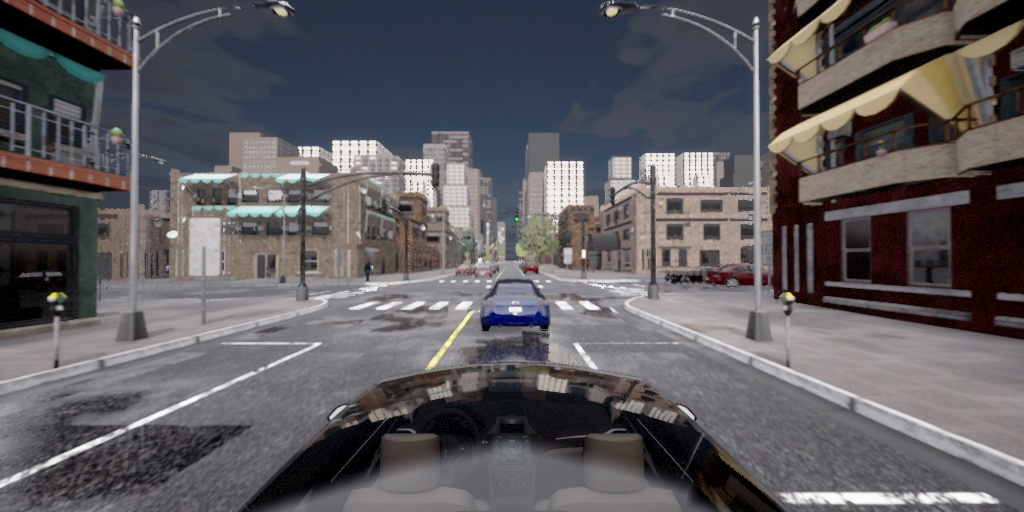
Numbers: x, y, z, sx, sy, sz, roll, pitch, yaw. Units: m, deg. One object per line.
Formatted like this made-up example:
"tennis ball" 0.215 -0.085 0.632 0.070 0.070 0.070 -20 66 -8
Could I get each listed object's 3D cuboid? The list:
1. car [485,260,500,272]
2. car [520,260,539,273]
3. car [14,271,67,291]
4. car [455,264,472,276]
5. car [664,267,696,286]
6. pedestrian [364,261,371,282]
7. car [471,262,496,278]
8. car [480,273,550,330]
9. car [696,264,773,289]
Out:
"car" -3.146 1.714 49.724 2.128 1.511 4.902 0 -1 0
"car" 2.626 1.534 49.471 2.192 1.841 5.009 0 0 0
"car" -37.539 1.880 28.208 4.097 1.591 1.967 0 0 0
"car" -5.835 1.707 43.938 1.888 1.381 4.507 0 0 0
"car" 13.529 1.408 25.705 4.718 1.301 1.895 -1 -1 0
"pedestrian" -12.551 1.319 31.197 0.375 1.860 0.375 0 0 0
"car" -3.138 1.652 40.434 1.812 1.442 4.674 0 -1 0
"car" 0.088 1.405 11.474 1.994 1.385 4.181 0 -1 0
"car" 14.752 1.233 22.577 5.008 1.535 1.882 -1 -1 0
